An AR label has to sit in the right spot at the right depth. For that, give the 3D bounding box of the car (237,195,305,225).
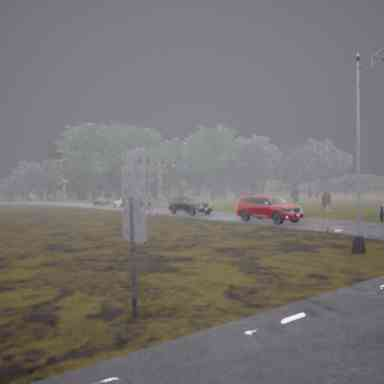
[{"bbox_3d":[5.851,1.281,25.604,2.150,2.045,5.566,-2,1,-36],"label":"car"}]

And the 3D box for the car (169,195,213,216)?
[{"bbox_3d":[-0.272,1.308,34.134,2.150,2.045,5.566,-2,1,-36],"label":"car"}]

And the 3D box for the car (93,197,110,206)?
[{"bbox_3d":[-17.058,1.779,62.536,2.128,1.511,4.902,-2,0,-36],"label":"car"}]

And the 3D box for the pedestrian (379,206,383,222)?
[{"bbox_3d":[14.004,1.611,24.526,0.500,1.100,0.500,-2,1,-36],"label":"pedestrian"}]

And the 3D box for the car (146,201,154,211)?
[{"bbox_3d":[-6.668,1.675,43.052,1.812,1.442,4.674,-2,1,-35],"label":"car"}]

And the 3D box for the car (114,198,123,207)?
[{"bbox_3d":[-11.194,1.702,54.383,1.812,1.442,4.674,-2,1,-36],"label":"car"}]
